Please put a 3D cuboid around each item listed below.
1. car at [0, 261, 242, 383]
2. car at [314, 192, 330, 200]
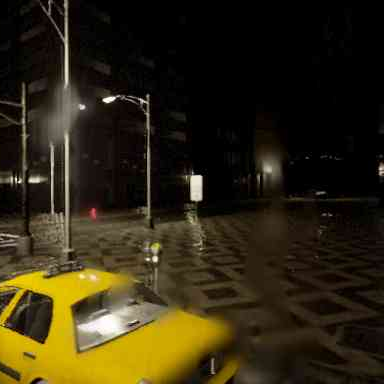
[{"bbox_3d":[-1.783,1.572,4.239,4.829,1.417,1.752,-1,0,35],"label":"car"},{"bbox_3d":[22.808,0.670,58.298,2.128,1.511,4.902,-1,0,36],"label":"car"}]
